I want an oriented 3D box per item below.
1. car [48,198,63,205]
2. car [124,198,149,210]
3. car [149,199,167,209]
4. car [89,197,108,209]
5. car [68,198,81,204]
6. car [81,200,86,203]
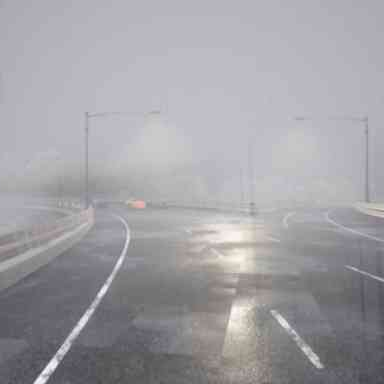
[{"bbox_3d":[-30.244,2.107,73.566,4.892,1.490,1.837,-1,0,44],"label":"car"},{"bbox_3d":[-8.541,1.681,49.195,2.097,1.767,4.553,0,0,-27],"label":"car"},{"bbox_3d":[-5.500,1.811,51.002,2.128,1.511,4.902,0,0,-27],"label":"car"},{"bbox_3d":[-15.124,1.902,53.929,1.837,1.490,4.892,0,-1,-31],"label":"car"},{"bbox_3d":[-26.426,2.140,74.642,1.994,1.385,4.181,0,0,-44],"label":"car"},{"bbox_3d":[-22.640,1.923,75.673,2.097,1.767,4.553,0,0,-44],"label":"car"}]
